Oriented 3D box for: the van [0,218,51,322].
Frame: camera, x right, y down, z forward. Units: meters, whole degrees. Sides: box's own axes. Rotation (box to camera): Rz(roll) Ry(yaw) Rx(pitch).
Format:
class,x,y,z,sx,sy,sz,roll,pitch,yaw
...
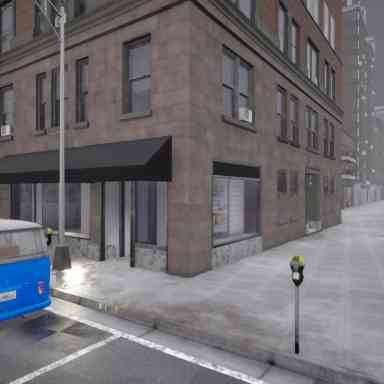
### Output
class,x,y,z,sx,sy,sz,roll,pitch,yaw
van,-4.308,1.340,6.092,3.998,1.788,1.690,0,0,35
